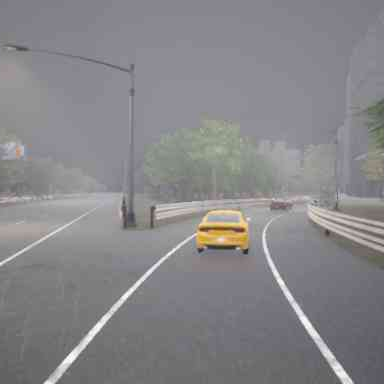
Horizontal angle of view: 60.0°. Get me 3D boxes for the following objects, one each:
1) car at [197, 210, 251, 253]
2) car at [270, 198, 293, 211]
[{"bbox_3d":[1.394,1.487,13.828,1.882,1.535,5.008,0,0,9],"label":"car"},{"bbox_3d":[11.047,1.516,40.785,1.882,1.535,5.008,0,0,29],"label":"car"}]
